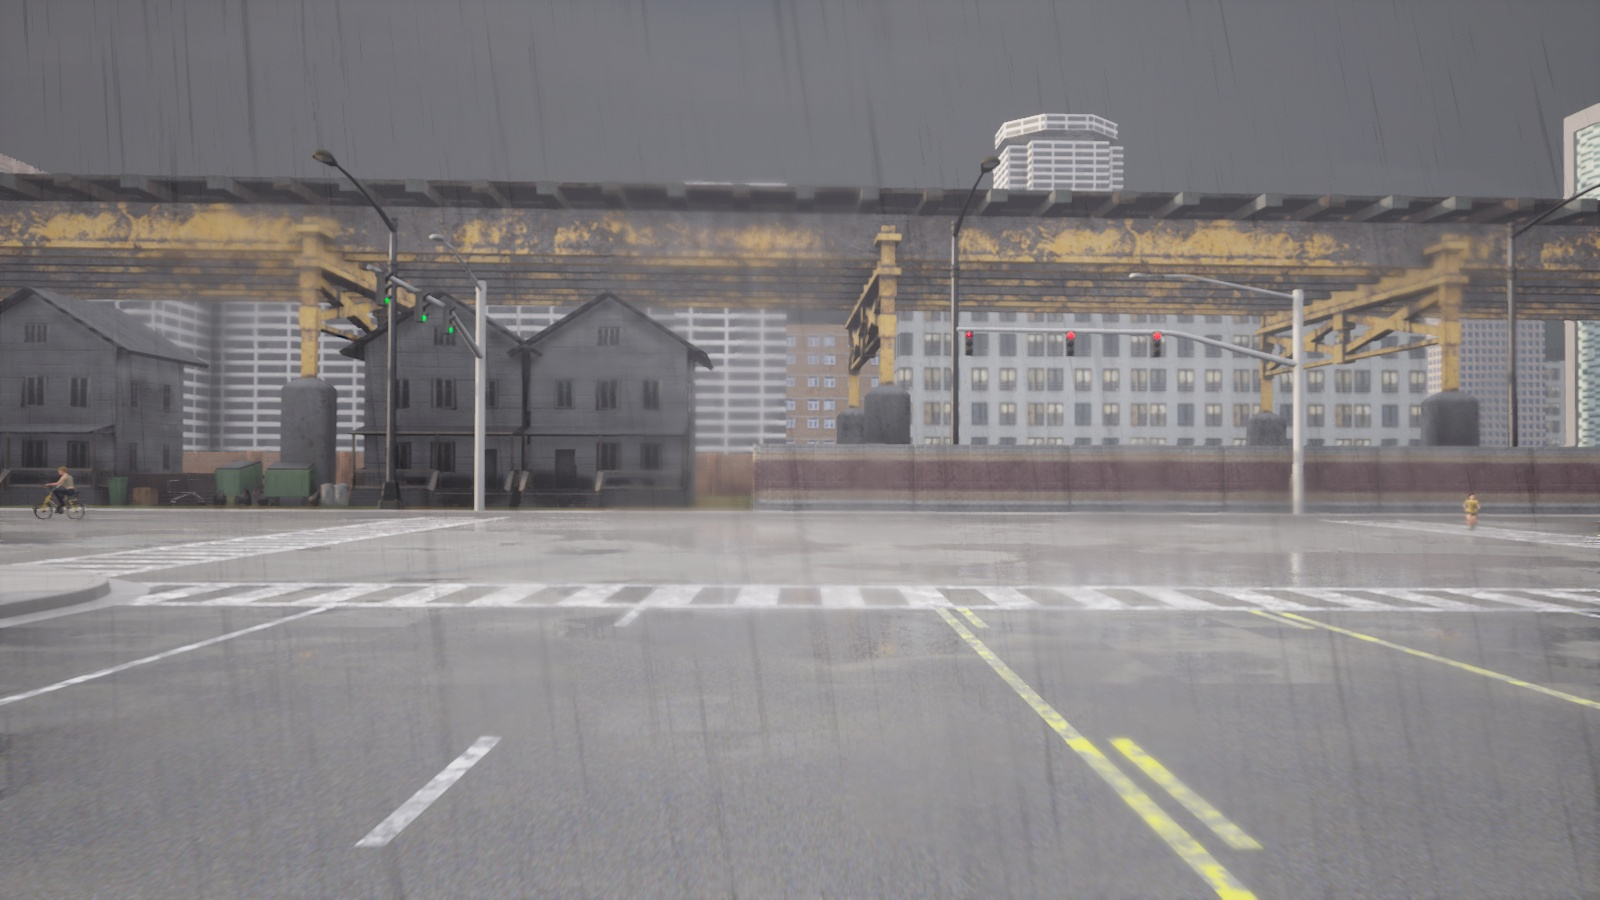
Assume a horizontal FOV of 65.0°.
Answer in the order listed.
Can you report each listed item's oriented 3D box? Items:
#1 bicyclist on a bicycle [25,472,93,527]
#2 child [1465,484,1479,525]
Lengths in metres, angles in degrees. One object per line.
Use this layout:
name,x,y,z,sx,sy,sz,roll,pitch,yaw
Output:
bicyclist on a bicycle,-21.956,1.462,37.217,1.509,1.612,0.866,0,-1,0
child,18.225,1.477,34.070,0.255,1.110,0.394,-1,-1,17
